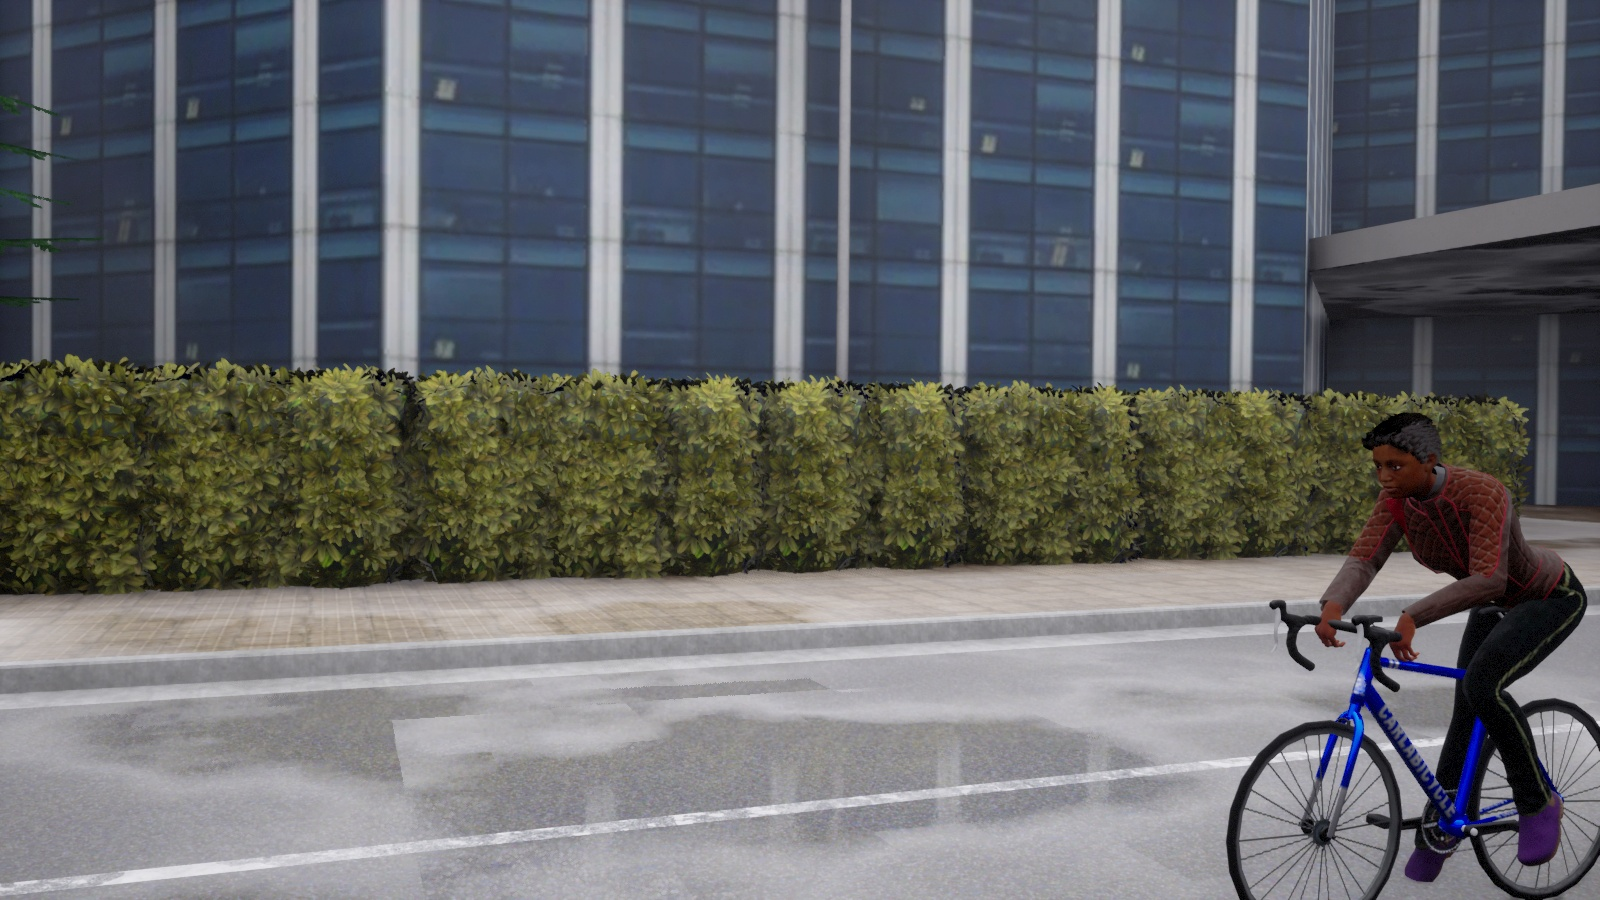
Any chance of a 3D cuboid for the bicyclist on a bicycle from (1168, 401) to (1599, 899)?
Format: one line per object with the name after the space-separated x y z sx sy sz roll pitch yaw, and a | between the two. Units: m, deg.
2.059 0.663 4.021 1.656 1.620 0.582 -1 1 -21 | bicyclist on a bicycle
